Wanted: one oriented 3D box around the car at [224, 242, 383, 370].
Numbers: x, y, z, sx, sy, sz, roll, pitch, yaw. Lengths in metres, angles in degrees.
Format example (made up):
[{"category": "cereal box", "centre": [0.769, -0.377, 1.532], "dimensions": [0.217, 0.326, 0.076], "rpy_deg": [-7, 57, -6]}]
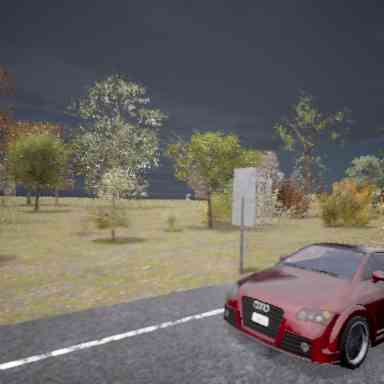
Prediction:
[{"category": "car", "centre": [2.583, 1.622, 5.828], "dimensions": [4.181, 1.385, 1.994], "rpy_deg": [1, 0, -35]}]
